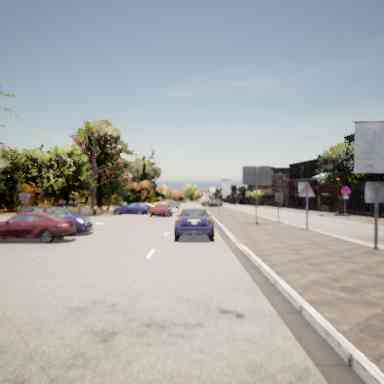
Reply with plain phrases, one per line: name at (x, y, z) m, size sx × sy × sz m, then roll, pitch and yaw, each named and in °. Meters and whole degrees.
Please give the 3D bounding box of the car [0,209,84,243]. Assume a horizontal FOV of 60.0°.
car at (-8.305, 1.770, 16.906) m, size 4.674 × 1.452 × 2.002 m, roll 0°, pitch -1°, yaw 0°

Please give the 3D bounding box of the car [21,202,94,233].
car at (-8.349, 1.666, 20.079) m, size 4.553 × 1.767 × 2.185 m, roll 0°, pitch -1°, yaw 0°

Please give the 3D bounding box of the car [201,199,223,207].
car at (5.366, 3.120, 85.224) m, size 4.892 × 1.521 × 2.231 m, roll 0°, pitch -1°, yaw 1°

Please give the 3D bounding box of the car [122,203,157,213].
car at (-8.041, 2.408, 50.954) m, size 5.008 × 1.535 × 2.097 m, roll 0°, pitch -1°, yaw 1°

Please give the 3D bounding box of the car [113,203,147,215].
car at (-8.092, 2.318, 44.406) m, size 4.674 × 1.452 × 2.002 m, roll 0°, pitch -1°, yaw 1°

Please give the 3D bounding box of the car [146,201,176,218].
car at (-3.522, 2.162, 38.922) m, size 1.882 × 1.535 × 5.008 m, roll 1°, pitch -1°, yaw 8°

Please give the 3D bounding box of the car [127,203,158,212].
car at (-8.004, 2.512, 54.101) m, size 4.674 × 1.452 × 2.002 m, roll 0°, pitch -1°, yaw 1°

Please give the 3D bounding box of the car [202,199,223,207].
car at (5.357, 2.936, 88.031) m, size 5.566 × 2.045 × 2.435 m, roll 0°, pitch -1°, yaw 1°

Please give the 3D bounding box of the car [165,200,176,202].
car at (-2.913, 2.207, 54.953) m, size 2.033 × 1.411 × 5.357 m, roll 0°, pitch -1°, yaw 1°

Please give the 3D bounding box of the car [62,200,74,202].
car at (-25.387, 2.438, 67.597) m, size 5.357 × 1.411 × 2.033 m, roll 1°, pitch 2°, yaw 0°

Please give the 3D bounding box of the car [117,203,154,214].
car at (-8.059, 2.344, 47.682) m, size 4.892 × 1.521 × 2.231 m, roll 0°, pitch -1°, yaw 1°

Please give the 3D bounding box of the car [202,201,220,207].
car at (5.428, 3.333, 93.626) m, size 4.892 × 1.521 × 2.231 m, roll 0°, pitch -2°, yaw 0°

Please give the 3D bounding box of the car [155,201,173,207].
car at (-7.671, 3.290, 90.932) m, size 4.674 × 1.452 × 2.002 m, roll 0°, pitch -1°, yaw 1°

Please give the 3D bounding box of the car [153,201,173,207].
car at (-7.699, 3.178, 88.147) m, size 5.008 × 1.535 × 2.097 m, roll 0°, pitch -1°, yaw 1°

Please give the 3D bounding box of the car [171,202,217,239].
car at (0.130, 1.652, 19.173) m, size 2.097 × 1.767 × 4.553 m, roll 0°, pitch -1°, yaw 0°
